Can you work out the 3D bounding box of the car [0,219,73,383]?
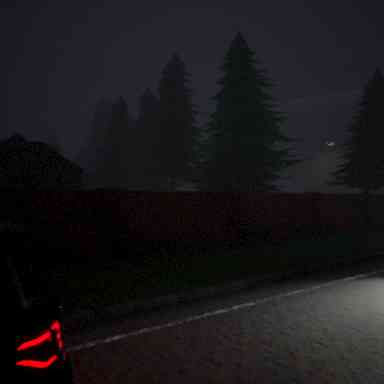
[{"bbox_3d":[-3.483,1.195,1.526,5.566,2.045,2.150,1,-1,-35],"label":"car"}]
